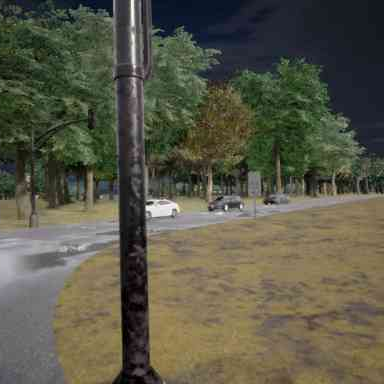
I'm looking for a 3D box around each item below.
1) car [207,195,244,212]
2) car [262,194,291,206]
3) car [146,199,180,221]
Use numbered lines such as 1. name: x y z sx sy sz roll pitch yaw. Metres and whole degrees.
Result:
1. car: 3.343 1.087 32.544 1.837 1.490 4.892 -3 -1 37
2. car: 10.910 0.941 42.463 2.033 1.411 5.357 -3 -1 37
3. car: -2.790 1.268 24.477 1.812 1.442 4.674 -3 -1 37
